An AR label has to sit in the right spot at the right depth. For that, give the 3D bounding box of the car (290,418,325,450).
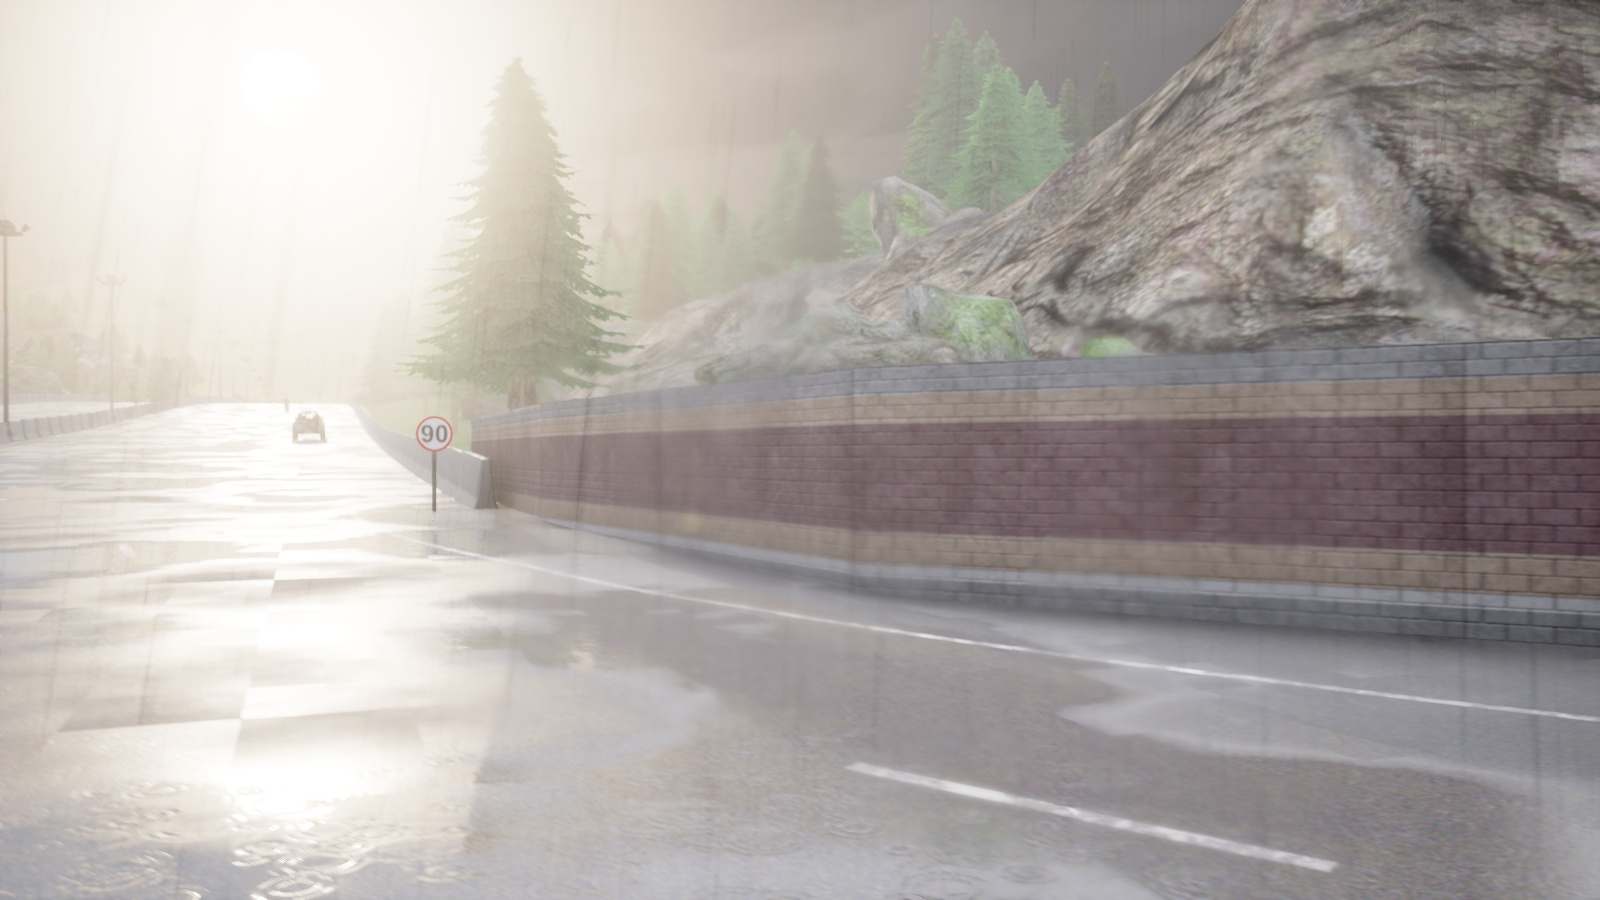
[{"bbox_3d":[-31.248,-1.029,79.716,1.932,1.855,4.605,-1,3,-20],"label":"car"}]
